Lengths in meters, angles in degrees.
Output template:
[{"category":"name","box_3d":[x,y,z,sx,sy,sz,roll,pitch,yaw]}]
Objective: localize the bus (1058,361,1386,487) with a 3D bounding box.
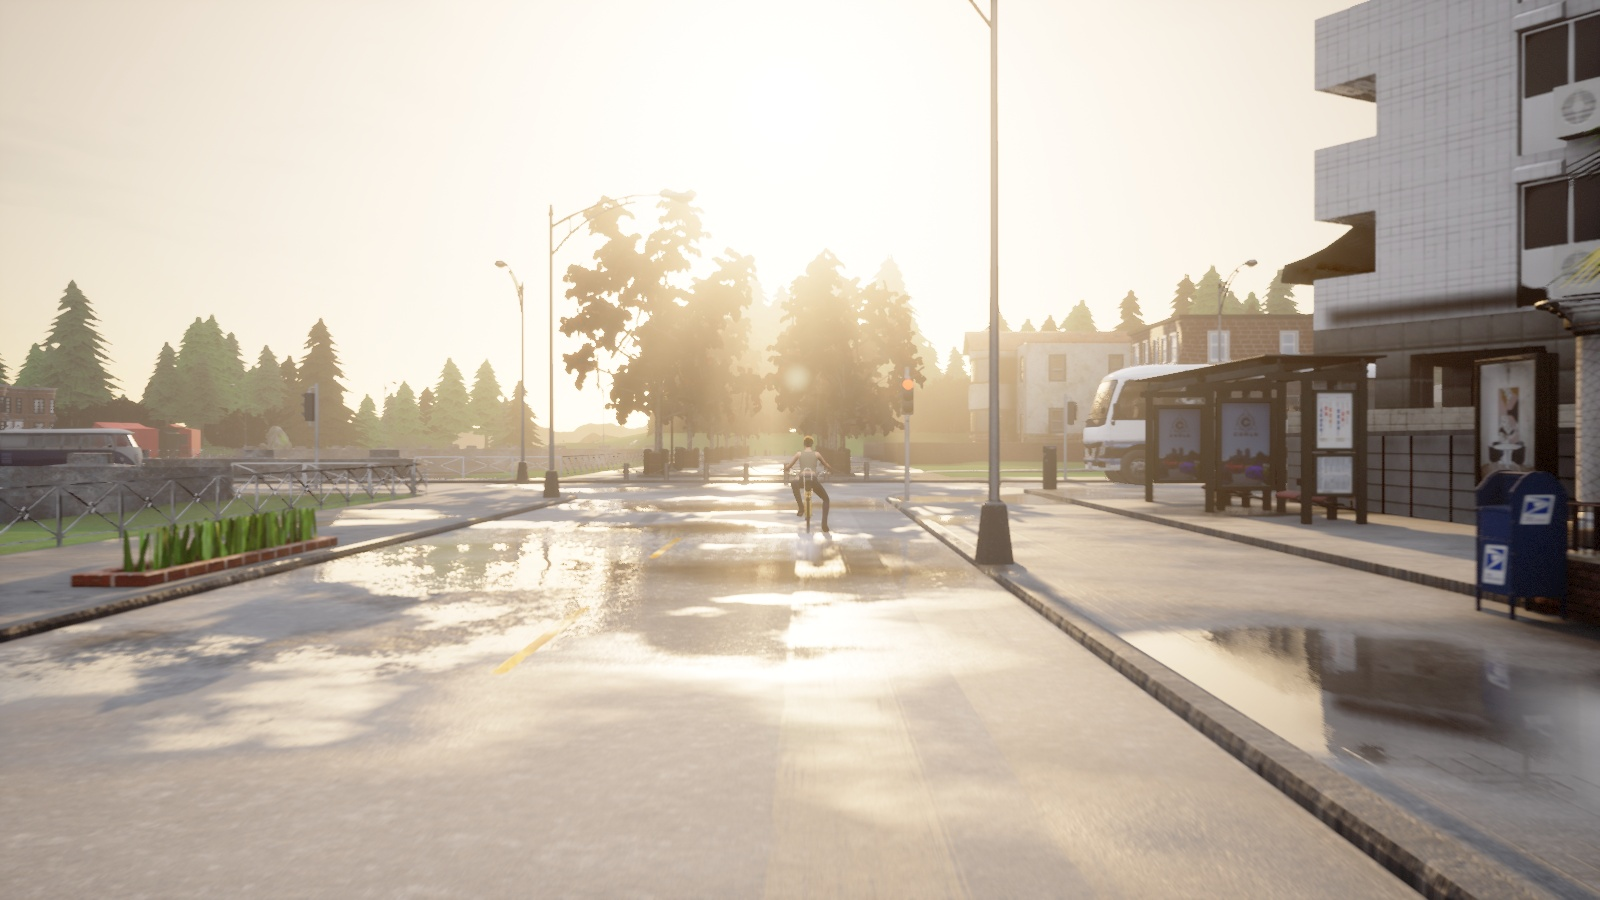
[{"category":"bus","box_3d":[14.637,-0.868,44.375,10.273,4.253,3.944,0,0,2]}]

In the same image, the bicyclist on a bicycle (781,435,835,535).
[{"category":"bicyclist on a bicycle","box_3d":[0.136,0.565,20.967,0.866,1.612,1.509,0,0,0]}]

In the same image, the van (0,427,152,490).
[{"category":"van","box_3d":[-23.661,0.251,40.666,4.442,1.987,1.775,0,0,0]}]
